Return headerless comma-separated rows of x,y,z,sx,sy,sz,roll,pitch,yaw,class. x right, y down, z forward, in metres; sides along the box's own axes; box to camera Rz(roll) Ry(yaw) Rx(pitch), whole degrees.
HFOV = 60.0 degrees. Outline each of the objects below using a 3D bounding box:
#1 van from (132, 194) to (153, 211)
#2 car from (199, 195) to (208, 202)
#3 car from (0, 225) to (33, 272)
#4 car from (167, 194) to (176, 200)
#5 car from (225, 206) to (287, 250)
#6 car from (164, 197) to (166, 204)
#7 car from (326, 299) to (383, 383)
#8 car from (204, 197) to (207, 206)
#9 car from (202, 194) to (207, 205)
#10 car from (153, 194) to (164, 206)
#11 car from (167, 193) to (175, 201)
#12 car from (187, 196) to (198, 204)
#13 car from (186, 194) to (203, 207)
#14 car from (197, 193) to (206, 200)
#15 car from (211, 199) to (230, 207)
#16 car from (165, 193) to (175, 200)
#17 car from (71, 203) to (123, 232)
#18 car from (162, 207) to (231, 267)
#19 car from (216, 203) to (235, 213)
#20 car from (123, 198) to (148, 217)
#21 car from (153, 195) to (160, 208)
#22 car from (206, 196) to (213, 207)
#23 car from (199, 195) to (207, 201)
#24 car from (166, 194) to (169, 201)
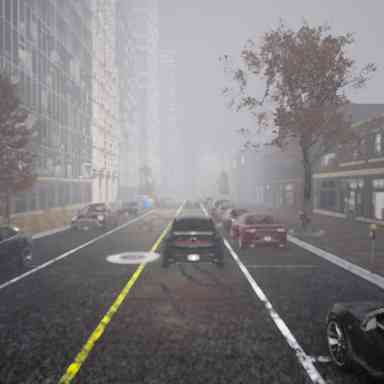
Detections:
-5.681,1.287,36.674,1.690,1.788,3.998,-1,0,0,van
2.667,1.439,76.129,1.887,1.381,4.507,-1,0,0,car
-5.670,1.553,8.454,1.947,1.339,4.313,-1,0,0,car
-5.717,1.314,93.114,1.967,1.590,4.097,-1,0,0,car
2.676,1.523,14.045,1.887,1.381,4.507,-1,0,0,car
-5.713,1.505,53.607,1.802,1.307,4.206,-1,0,0,car
2.678,1.562,2.756,1.947,1.339,4.313,-1,0,0,car
2.673,1.512,36.621,1.947,1.339,4.313,-1,0,0,car
2.670,1.489,53.553,1.947,1.339,4.313,-1,0,0,car
-5.721,1.246,47.962,2.192,1.841,5.009,-1,0,0,car
-5.714,1.453,81.827,1.947,1.339,4.313,-1,0,0,car
0.090,1.509,64.653,1.895,1.301,4.718,0,0,0,car
0.093,1.424,45.577,2.128,1.511,4.902,0,0,0,car
2.660,1.189,93.060,2.192,1.841,5.009,-1,0,0,car
2.674,1.487,25.502,1.752,1.417,4.829,-1,0,0,car
-5.718,1.195,87.470,2.192,1.841,5.009,-1,0,0,car
-5.673,1.410,19.742,1.967,1.590,4.097,-1,0,0,car
0.029,1.488,11.322,1.837,1.490,4.892,0,0,0,car
2.676,1.552,19.688,1.802,1.307,4.206,-1,0,0,car
-5.673,1.519,31.031,1.947,1.339,4.313,-1,0,0,car
-5.692,1.489,42.319,2.008,1.369,4.403,-1,0,0,car
2.672,1.394,30.976,1.967,1.590,4.097,-1,0,0,car
2.666,1.438,81.772,2.008,1.369,4.403,-1,0,0,car
-5.711,1.482,59.251,1.947,1.339,4.313,-1,0,0,car
